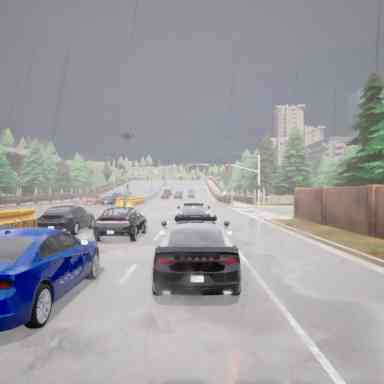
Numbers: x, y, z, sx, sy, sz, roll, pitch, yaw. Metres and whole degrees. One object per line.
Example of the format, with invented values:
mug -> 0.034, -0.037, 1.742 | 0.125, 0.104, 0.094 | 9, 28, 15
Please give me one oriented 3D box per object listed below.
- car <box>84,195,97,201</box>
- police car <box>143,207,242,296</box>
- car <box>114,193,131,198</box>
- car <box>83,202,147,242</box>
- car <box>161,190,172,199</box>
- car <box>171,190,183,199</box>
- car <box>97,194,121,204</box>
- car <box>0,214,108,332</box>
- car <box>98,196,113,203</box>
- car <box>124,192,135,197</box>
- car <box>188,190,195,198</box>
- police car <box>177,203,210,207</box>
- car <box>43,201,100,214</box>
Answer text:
car -> -17.589, 1.352, 58.974 | 2.097, 1.767, 4.553 | 0, 0, 0
police car -> 0.097, 1.425, 8.820 | 1.930, 1.638, 5.238 | 0, 0, 0
car -> -14.042, 1.478, 66.247 | 1.882, 1.535, 5.008 | 0, 0, 1
car -> -3.415, 1.492, 16.480 | 2.128, 1.511, 4.902 | 0, 0, 1
car -> -7.138, 1.071, 88.486 | 1.994, 1.385, 4.181 | 0, 4, 0
car -> -3.635, 0.903, 88.063 | 2.097, 1.767, 4.553 | 0, 3, 0
car -> -14.077, 1.491, 56.788 | 2.128, 1.511, 4.902 | 0, 0, -1
car -> -3.403, 1.478, 6.974 | 1.882, 1.535, 5.008 | 0, 0, 0
car -> -17.524, 1.553, 67.510 | 1.994, 1.385, 4.181 | 0, 0, 0
car -> -14.063, 1.449, 75.689 | 1.882, 1.535, 5.008 | 0, 0, 0
car -> -0.154, 0.931, 91.272 | 1.895, 1.301, 4.718 | 0, 4, 0
police car -> 0.092, 1.425, 18.723 | 1.930, 1.638, 5.238 | 0, 0, 0
car -> -6.906, 1.505, 18.682 | 1.837, 1.490, 4.892 | 0, 0, 0
